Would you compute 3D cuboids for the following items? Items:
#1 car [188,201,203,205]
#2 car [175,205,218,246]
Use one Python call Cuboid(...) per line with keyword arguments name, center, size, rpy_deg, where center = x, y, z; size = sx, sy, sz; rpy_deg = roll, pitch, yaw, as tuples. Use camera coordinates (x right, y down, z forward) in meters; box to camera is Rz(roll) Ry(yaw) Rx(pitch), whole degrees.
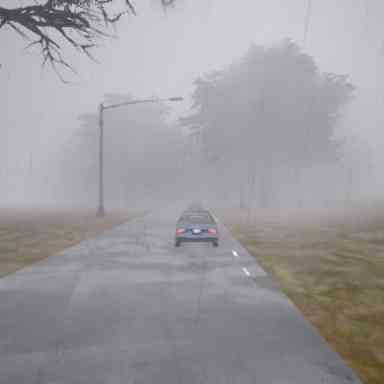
Cuboid(name="car", center=(0.392, 1.735, 41.223), size=(1.895, 1.301, 4.718), rpy_deg=(0, 0, 0))
Cuboid(name="car", center=(0.203, 1.558, 15.352), size=(2.033, 1.411, 5.357), rpy_deg=(0, 0, 0))
